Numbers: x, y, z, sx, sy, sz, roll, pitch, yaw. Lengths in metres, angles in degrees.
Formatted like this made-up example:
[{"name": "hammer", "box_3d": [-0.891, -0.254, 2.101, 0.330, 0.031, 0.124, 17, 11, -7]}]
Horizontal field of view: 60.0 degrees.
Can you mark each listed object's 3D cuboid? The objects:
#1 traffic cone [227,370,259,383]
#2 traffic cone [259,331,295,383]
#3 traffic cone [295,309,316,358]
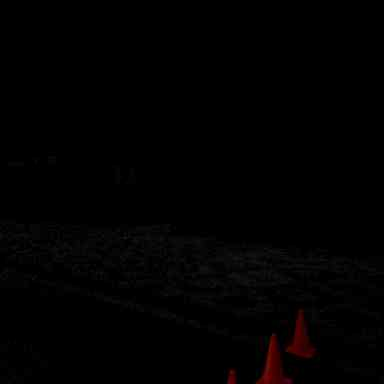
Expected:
[{"name": "traffic cone", "box_3d": [0.375, 1.955, 3.093, 0.340, 0.580, 0.340, 0, 0, 36]}, {"name": "traffic cone", "box_3d": [0.958, 1.955, 3.905, 0.340, 0.580, 0.340, 0, 0, 36]}, {"name": "traffic cone", "box_3d": [1.543, 1.956, 4.718, 0.340, 0.580, 0.340, 0, 0, 36]}]
